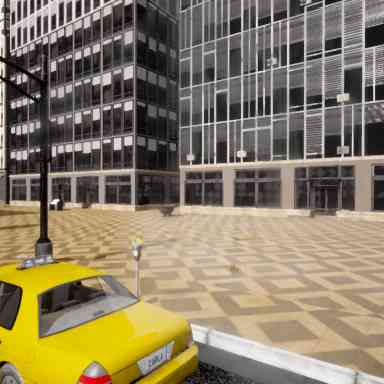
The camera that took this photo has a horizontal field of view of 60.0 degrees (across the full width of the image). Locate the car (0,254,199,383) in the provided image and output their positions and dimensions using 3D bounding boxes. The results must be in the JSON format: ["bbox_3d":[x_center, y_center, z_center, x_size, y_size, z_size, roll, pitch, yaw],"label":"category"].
[{"bbox_3d":[-2.207,1.525,4.466,4.829,1.417,1.752,0,0,36],"label":"car"}]
